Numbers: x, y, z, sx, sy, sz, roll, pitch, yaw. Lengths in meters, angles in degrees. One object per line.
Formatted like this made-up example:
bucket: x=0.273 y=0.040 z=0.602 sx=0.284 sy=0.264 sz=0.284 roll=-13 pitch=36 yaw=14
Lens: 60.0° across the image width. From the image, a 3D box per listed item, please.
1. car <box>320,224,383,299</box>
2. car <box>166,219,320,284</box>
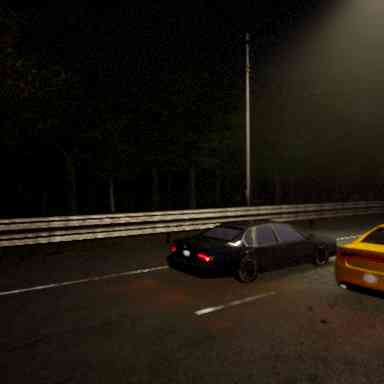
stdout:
car: x=5.269 y=1.409 z=7.507 sx=5.008 sy=1.535 sz=1.882 roll=-1 pitch=0 yaw=-35
car: x=1.908 y=1.492 z=9.406 sx=5.357 sy=1.411 sz=2.033 roll=-1 pitch=0 yaw=-35
